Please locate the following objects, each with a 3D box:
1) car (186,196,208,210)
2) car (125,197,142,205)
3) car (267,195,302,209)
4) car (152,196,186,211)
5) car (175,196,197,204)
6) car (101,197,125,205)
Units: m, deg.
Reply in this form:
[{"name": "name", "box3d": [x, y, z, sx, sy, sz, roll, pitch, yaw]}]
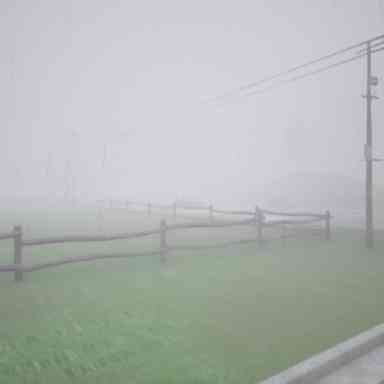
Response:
[{"name": "car", "box3d": [-0.047, 1.390, 42.184, 1.882, 1.535, 5.008, 0, 0, -36]}, {"name": "car", "box3d": [-10.398, 1.513, 56.517, 2.033, 1.411, 5.357, 0, 0, -36]}, {"name": "car", "box3d": [12.041, 1.226, 43.430, 2.097, 1.767, 4.553, 0, 0, -36]}, {"name": "car", "box3d": [-3.143, 1.451, 40.489, 1.812, 1.442, 4.674, 0, 0, -36]}, {"name": "car", "box3d": [-1.142, 1.440, 61.623, 1.994, 1.385, 4.181, 0, 0, -36]}, {"name": "car", "box3d": [-13.207, 1.439, 54.428, 1.895, 1.301, 4.718, 0, 0, -36]}]
